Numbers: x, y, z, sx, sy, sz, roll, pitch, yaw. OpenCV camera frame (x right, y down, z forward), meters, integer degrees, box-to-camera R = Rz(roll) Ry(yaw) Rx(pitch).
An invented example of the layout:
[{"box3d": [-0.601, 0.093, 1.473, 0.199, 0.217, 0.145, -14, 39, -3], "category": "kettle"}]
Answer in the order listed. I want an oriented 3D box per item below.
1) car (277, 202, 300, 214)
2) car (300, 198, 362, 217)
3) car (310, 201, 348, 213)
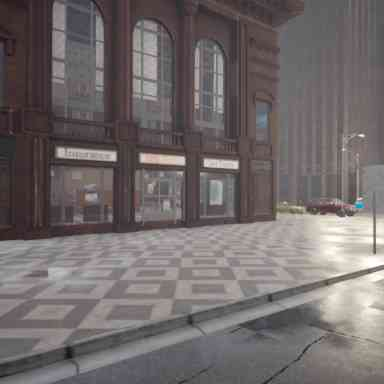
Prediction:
[{"box3d": [10.809, 1.800, 38.052, 1.752, 1.417, 4.829, 0, 0, -35], "category": "car"}, {"box3d": [13.953, 1.523, 33.598, 2.192, 1.841, 5.009, 0, 0, -35], "category": "car"}, {"box3d": [17.670, 1.899, 43.116, 1.802, 1.307, 4.206, -1, 0, -35], "category": "car"}]
